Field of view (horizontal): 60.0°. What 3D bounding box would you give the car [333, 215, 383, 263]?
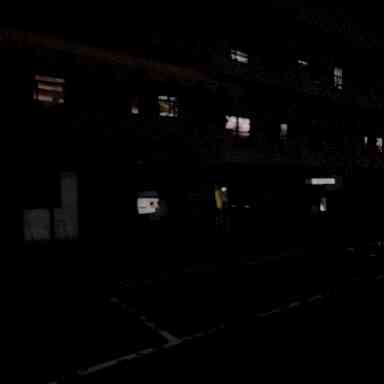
[{"bbox_3d":[6.584,1.459,11.276,4.507,1.381,1.887,-1,-1,-36],"label":"car"}]
